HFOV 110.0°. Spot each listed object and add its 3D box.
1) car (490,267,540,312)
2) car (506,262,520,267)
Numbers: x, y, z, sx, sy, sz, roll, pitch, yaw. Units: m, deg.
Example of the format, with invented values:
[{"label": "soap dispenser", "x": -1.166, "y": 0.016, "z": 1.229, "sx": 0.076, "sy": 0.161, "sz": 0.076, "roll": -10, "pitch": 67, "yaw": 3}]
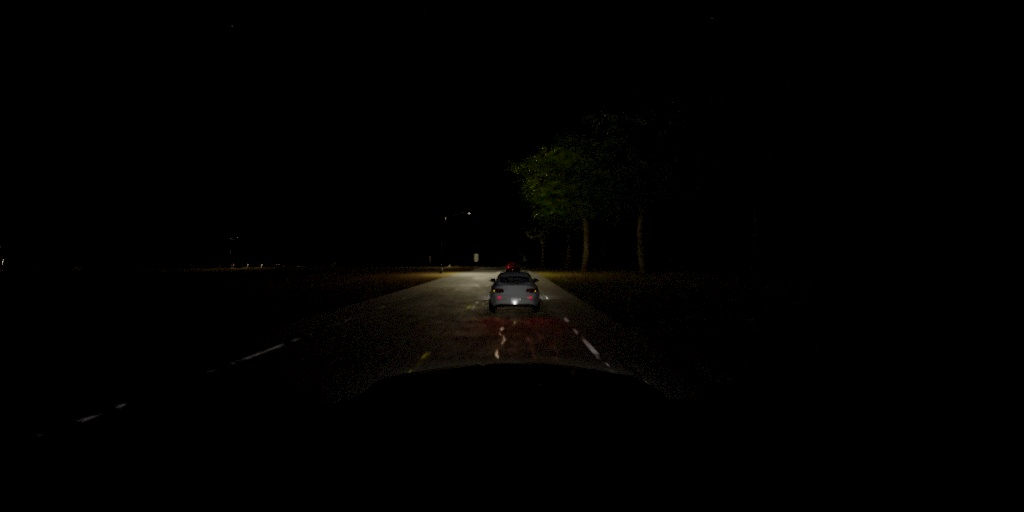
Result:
[{"label": "car", "x": 0.097, "y": 1.345, "z": 14.579, "sx": 1.812, "sy": 1.442, "sz": 4.674, "roll": 0, "pitch": 0, "yaw": 0}, {"label": "car", "x": 0.086, "y": 1.528, "z": 47.805, "sx": 1.812, "sy": 1.442, "sz": 4.674, "roll": 0, "pitch": 0, "yaw": 0}]
